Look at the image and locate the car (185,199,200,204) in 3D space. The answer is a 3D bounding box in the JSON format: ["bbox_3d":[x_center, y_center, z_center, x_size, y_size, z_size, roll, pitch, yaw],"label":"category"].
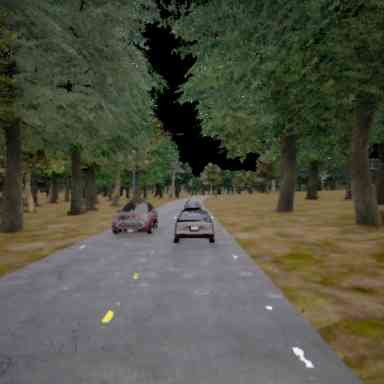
[{"bbox_3d":[0.100,1.569,40.231,1.994,1.385,4.181,0,0,0],"label":"car"}]

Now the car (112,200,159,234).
[{"bbox_3d":[-3.094,1.350,18.927,2.097,1.767,4.553,0,0,0],"label":"car"}]

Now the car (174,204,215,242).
[{"bbox_3d":[0.100,1.544,16.289,2.033,1.411,5.357,0,0,0],"label":"car"}]
